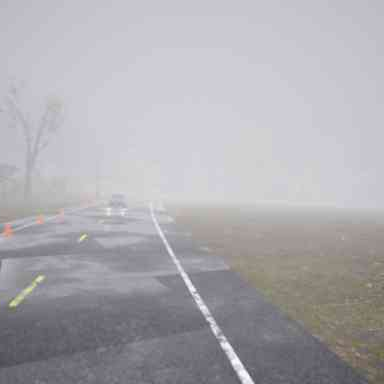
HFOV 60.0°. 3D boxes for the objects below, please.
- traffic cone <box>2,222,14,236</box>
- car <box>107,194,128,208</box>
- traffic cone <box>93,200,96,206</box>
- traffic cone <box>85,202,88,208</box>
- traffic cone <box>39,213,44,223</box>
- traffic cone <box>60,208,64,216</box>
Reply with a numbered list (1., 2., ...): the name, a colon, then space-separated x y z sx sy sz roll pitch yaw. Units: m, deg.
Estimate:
1. traffic cone: -7.882 1.568 14.264 0.340 0.580 0.340 2 0 -9
2. car: -8.403 0.957 37.773 1.837 1.490 4.892 2 0 -7
3. traffic cone: -11.478 1.286 39.131 0.340 0.580 0.340 2 0 -7
4. traffic cone: -10.837 1.339 34.146 0.340 0.580 0.340 2 0 -8
5. traffic cone: -8.680 1.508 19.226 0.340 0.580 0.340 2 0 -9
6. traffic cone: -9.439 1.450 24.194 0.340 0.580 0.340 2 0 -9
